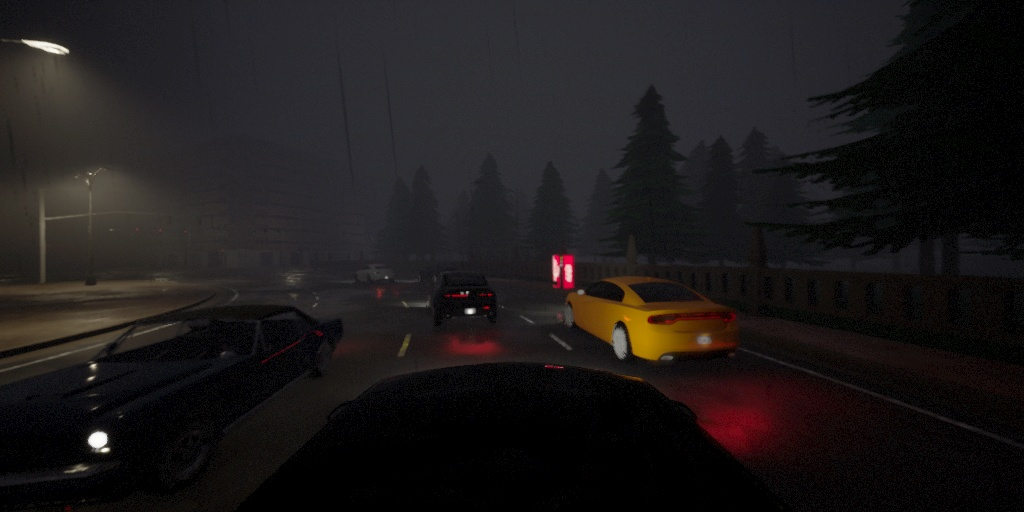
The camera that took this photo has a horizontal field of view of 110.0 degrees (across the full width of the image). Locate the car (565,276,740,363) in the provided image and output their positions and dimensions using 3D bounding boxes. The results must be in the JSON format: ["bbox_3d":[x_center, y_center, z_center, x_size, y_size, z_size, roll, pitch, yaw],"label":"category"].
[{"bbox_3d":[2.700,1.200,8.200,1.882,1.535,5.008,0,0,-9],"label":"car"}]

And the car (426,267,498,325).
[{"bbox_3d":[-1.770,1.264,12.031,1.837,1.490,4.892,0,0,-15],"label":"car"}]

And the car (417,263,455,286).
[{"bbox_3d":[-5.575,1.291,27.076,1.837,1.490,4.892,0,0,-36],"label":"car"}]

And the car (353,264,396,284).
[{"bbox_3d":[-10.646,1.357,27.816,1.812,1.442,4.674,0,0,-41],"label":"car"}]

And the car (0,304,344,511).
[{"bbox_3d":[-3.879,1.384,4.562,1.895,1.301,4.718,0,0,-7],"label":"car"}]

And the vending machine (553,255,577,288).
[{"bbox_3d":[2.995,0.909,20.811,1.100,2.100,0.880,0,0,-25],"label":"vending machine"}]
